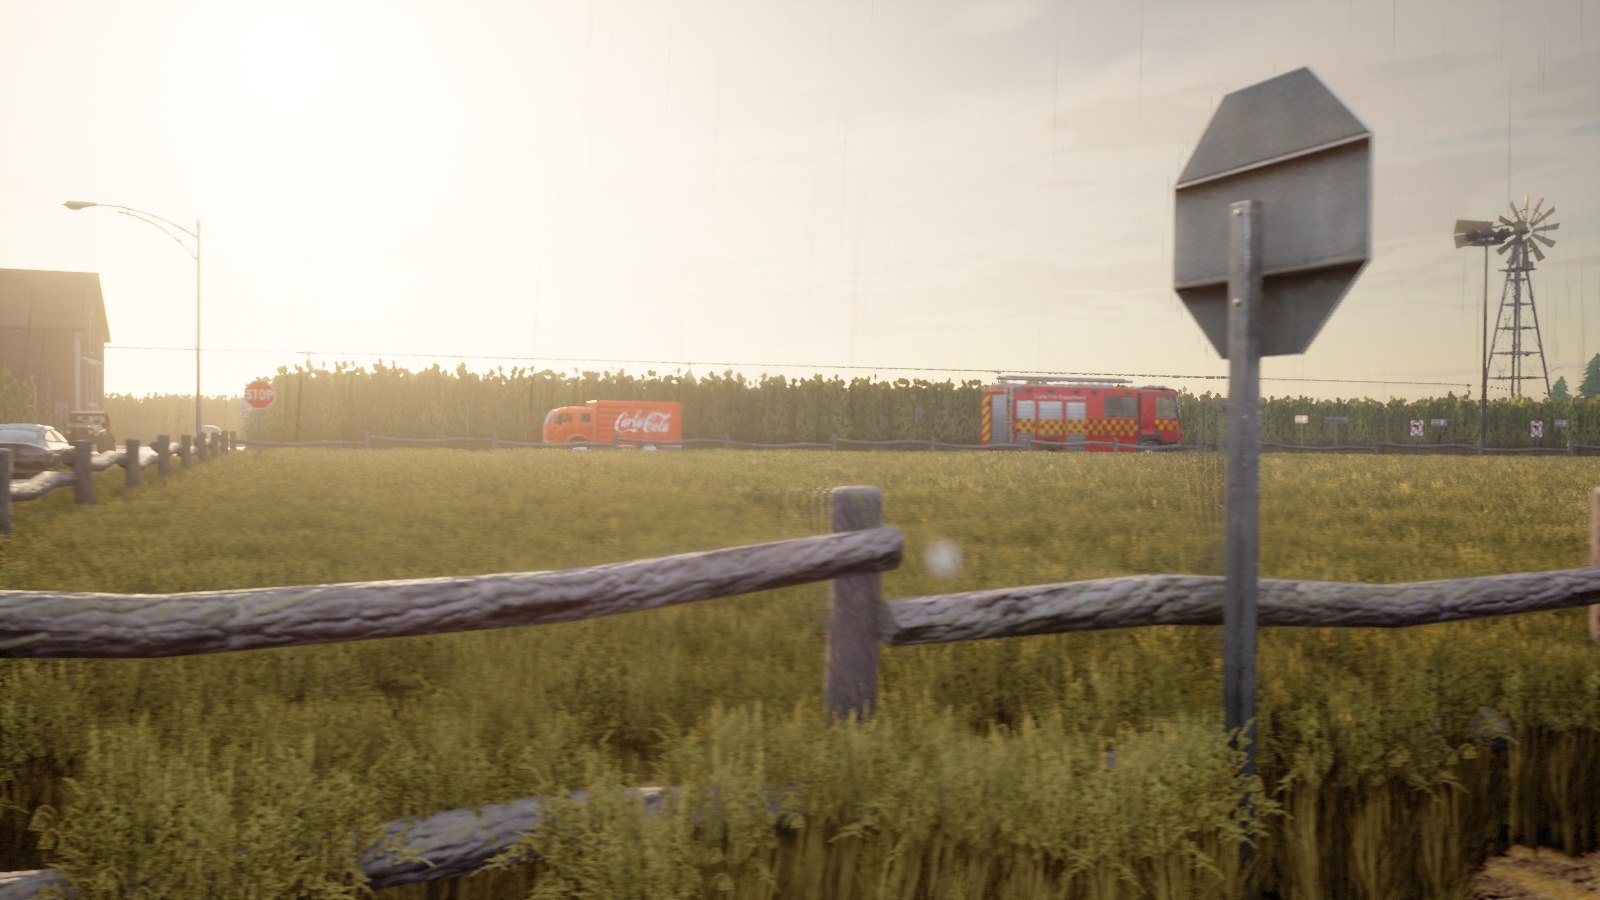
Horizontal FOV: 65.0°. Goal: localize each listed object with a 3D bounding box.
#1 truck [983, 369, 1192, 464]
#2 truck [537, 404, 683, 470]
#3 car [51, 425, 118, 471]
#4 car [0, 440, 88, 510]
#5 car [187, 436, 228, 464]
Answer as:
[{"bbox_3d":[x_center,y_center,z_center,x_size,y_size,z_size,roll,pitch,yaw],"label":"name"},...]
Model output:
[{"bbox_3d":[12.234,-1.407,53.358,8.468,3.827,2.891,-1,1,-21],"label":"truck"},{"bbox_3d":[-7.481,-0.533,49.256,5.204,2.467,2.627,-1,1,-21],"label":"truck"},{"bbox_3d":[-30.718,-0.090,54.041,1.905,1.878,3.866,-1,0,-21],"label":"car"},{"bbox_3d":[-17.732,0.517,28.711,1.812,1.442,4.674,-1,1,-21],"label":"car"},{"bbox_3d":[-35.517,-0.040,75.336,1.801,1.575,5.366,-1,1,-21],"label":"car"}]
